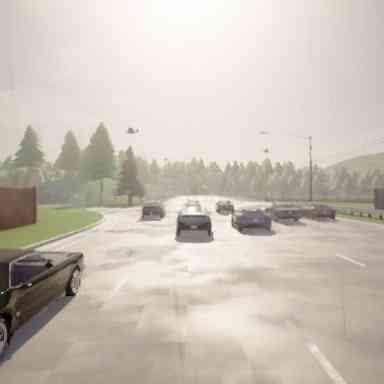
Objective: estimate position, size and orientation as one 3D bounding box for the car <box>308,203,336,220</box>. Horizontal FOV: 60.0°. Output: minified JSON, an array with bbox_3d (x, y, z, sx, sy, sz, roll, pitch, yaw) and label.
[{"bbox_3d":[10.605,1.585,28.531,1.994,1.385,4.181,0,0,0],"label":"car"}]

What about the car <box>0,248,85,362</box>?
[{"bbox_3d":[-3.398,1.605,5.635,1.895,1.301,4.718,0,0,0],"label":"car"}]

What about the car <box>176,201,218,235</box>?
[{"bbox_3d":[0.103,1.504,18.743,2.128,1.511,4.902,0,0,0],"label":"car"}]

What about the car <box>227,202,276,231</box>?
[{"bbox_3d":[3.603,1.579,20.744,1.994,1.385,4.181,0,0,0],"label":"car"}]

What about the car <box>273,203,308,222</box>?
[{"bbox_3d":[7.105,1.566,26.533,2.033,1.411,5.357,0,0,0],"label":"car"}]

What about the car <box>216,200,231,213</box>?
[{"bbox_3d":[3.606,1.574,36.985,2.033,1.411,5.357,0,0,0],"label":"car"}]

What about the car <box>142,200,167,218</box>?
[{"bbox_3d":[-3.396,1.526,30.175,1.837,1.490,4.892,0,0,0],"label":"car"}]
